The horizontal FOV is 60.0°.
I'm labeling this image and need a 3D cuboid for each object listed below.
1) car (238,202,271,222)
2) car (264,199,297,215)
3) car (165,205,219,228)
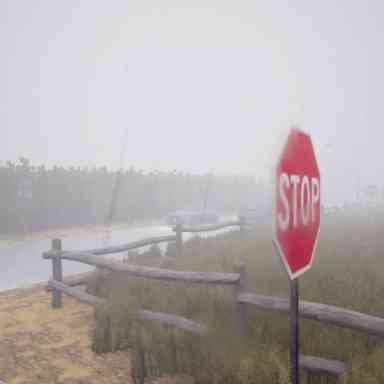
[{"bbox_3d":[5.043,1.482,23.674,2.128,1.511,4.902,0,0,36],"label":"car"},{"bbox_3d":[9.443,1.498,35.227,1.812,1.442,4.674,0,0,36],"label":"car"},{"bbox_3d":[0.091,1.562,22.468,1.994,1.385,4.181,0,0,36],"label":"car"}]
